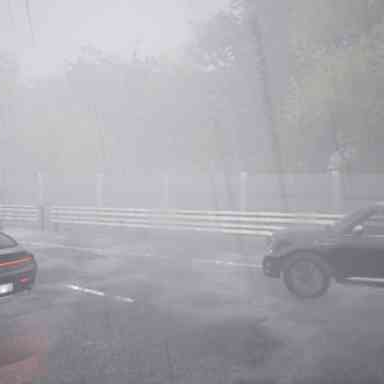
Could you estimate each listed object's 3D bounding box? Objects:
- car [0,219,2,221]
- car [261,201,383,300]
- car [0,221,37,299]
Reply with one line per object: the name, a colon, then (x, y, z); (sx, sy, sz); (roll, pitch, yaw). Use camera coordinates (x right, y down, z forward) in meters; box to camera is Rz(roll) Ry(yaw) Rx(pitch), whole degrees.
car: (-9.901, 1.409, 13.673); (4.902, 1.511, 2.128); (0, 0, 25)
car: (4.351, 1.190, 7.078); (5.566, 2.045, 2.150); (0, 0, 22)
car: (-5.394, 1.461, 7.167); (4.892, 1.490, 1.837); (0, 0, 31)
